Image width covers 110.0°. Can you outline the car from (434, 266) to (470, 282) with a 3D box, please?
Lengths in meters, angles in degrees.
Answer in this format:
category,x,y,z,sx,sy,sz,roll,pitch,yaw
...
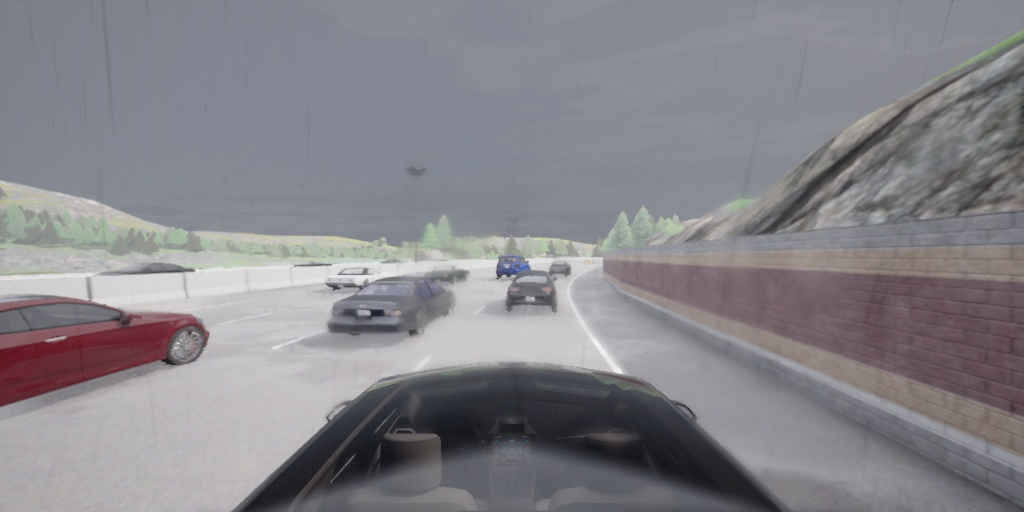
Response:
category,x,y,z,sx,sy,sz,roll,pitch,yaw
car,-4.542,1.338,25.957,1.895,1.301,4.718,0,0,10

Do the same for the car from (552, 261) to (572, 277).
category,x,y,z,sx,sy,sz,roll,pitch,yaw
car,4.885,1.260,35.847,2.128,1.511,4.902,0,0,14

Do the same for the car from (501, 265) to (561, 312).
category,x,y,z,sx,sy,sz,roll,pitch,yaw
car,0.848,1.279,14.248,1.812,1.442,4.674,0,0,6

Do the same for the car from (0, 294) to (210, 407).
category,x,y,z,sx,sy,sz,roll,pitch,yaw
car,-6.780,1.254,4.946,1.812,1.442,4.674,0,0,1

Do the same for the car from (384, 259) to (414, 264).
category,x,y,z,sx,sy,sz,roll,pitch,yaw
car,-14.117,1.308,46.824,1.895,1.301,4.718,0,0,15

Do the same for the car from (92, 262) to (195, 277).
category,x,y,z,sx,sy,sz,roll,pitch,yaw
car,-22.965,1.153,22.638,1.882,1.535,5.008,0,0,8

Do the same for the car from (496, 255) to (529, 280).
category,x,y,z,sx,sy,sz,roll,pitch,yaw
car,0.178,0.974,31.484,2.150,2.045,5.566,0,0,13

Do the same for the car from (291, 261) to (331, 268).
category,x,y,z,sx,sy,sz,roll,pitch,yaw
car,-25.388,1.270,45.440,1.895,1.301,4.718,0,0,15

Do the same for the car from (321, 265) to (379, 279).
category,x,y,z,sx,sy,sz,roll,pitch,yaw
car,-8.844,1.323,21.395,1.895,1.301,4.718,0,0,8

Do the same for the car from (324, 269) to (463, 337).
category,x,y,z,sx,sy,sz,roll,pitch,yaw
car,-3.042,1.288,10.289,2.033,1.411,5.357,0,0,4

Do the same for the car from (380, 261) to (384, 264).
category,x,y,z,sx,sy,sz,roll,pitch,yaw
car,-18.811,1.200,56.252,1.837,1.490,4.892,0,-1,15
